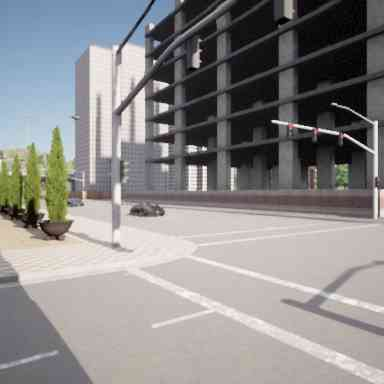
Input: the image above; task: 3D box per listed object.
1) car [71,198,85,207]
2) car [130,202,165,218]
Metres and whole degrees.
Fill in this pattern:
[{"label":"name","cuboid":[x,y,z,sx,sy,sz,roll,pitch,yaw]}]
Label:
[{"label":"car","cuboid":[-18.404,1.606,51.962,2.033,1.411,5.357,0,0,-35]},{"label":"car","cuboid":[-4.233,1.622,31.551,1.994,1.385,4.181,0,0,-35]}]
